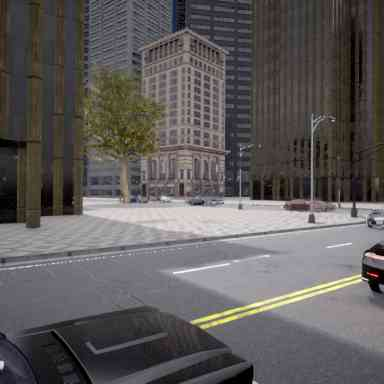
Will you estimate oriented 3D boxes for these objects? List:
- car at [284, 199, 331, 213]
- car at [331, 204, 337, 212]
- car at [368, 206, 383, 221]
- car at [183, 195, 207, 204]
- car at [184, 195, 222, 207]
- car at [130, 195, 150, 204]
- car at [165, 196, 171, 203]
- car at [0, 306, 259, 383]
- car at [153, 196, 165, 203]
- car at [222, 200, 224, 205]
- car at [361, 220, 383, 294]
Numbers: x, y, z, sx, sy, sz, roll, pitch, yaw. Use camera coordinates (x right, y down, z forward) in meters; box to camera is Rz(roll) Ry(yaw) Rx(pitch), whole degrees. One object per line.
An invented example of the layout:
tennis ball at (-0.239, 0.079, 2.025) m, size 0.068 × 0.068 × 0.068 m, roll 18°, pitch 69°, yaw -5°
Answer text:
car at (12.174, 1.478, 36.081) m, size 1.812 × 1.442 × 4.674 m, roll 1°, pitch -1°, yaw -38°
car at (14.341, 1.511, 38.573) m, size 1.812 × 1.442 × 4.674 m, roll 1°, pitch 0°, yaw -38°
car at (12.729, 1.490, 20.666) m, size 4.902 × 1.511 × 2.128 m, roll 0°, pitch 0°, yaw -39°
car at (0.548, 1.398, 64.926) m, size 2.097 × 1.767 × 4.553 m, roll 1°, pitch -1°, yaw -43°
car at (1.603, 1.442, 48.885) m, size 2.128 × 1.511 × 4.902 m, roll 1°, pitch 0°, yaw -41°
car at (-10.071, 1.354, 61.898) m, size 2.097 × 1.767 × 4.553 m, roll 1°, pitch -1°, yaw -44°
car at (-6.412, 1.569, 72.112) m, size 1.812 × 1.442 × 4.674 m, roll 1°, pitch -1°, yaw -45°
car at (-1.733, 1.601, 2.205) m, size 4.718 × 1.301 × 1.895 m, roll 0°, pitch 0°, yaw -36°
car at (-7.705, 1.187, 64.129) m, size 1.994 × 1.385 × 4.181 m, roll 1°, pitch -1°, yaw -44°
car at (2.920, 1.475, 52.336) m, size 2.128 × 1.511 × 4.902 m, roll 1°, pitch -1°, yaw -41°
car at (5.787, 1.492, 7.567) m, size 4.902 × 1.511 × 2.128 m, roll 0°, pitch 0°, yaw -35°
